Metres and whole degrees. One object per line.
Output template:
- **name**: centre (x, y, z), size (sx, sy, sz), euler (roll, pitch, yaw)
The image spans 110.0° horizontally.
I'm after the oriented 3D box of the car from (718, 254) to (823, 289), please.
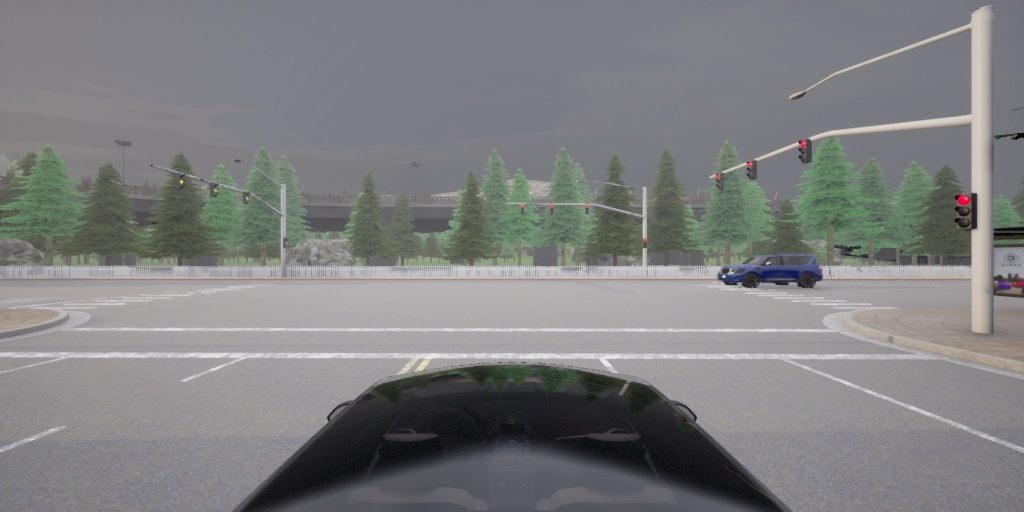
- **car**: centre (15.837, 0.916, 22.101), size (5.566, 2.045, 2.150), euler (0, 0, 0)
